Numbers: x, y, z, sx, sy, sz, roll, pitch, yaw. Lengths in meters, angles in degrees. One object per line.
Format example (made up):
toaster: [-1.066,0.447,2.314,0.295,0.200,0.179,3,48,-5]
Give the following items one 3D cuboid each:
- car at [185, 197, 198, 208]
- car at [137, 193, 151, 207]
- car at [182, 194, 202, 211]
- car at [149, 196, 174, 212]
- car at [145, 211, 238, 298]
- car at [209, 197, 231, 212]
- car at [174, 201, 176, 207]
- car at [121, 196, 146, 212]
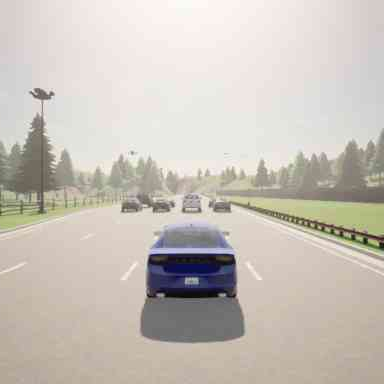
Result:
car: [-0.053,1.477,49.584,1.882,1.535,5.008,0,0,0]
car: [-7.053,1.221,49.607,2.150,2.045,5.566,0,0,0]
car: [-0.042,1.221,39.195,2.150,2.045,5.566,0,0,0]
car: [-3.542,1.505,39.161,1.837,1.490,4.892,0,0,0]
car: [-0.009,1.478,8.556,1.882,1.535,5.008,0,0,0]
car: [3.458,1.491,39.168,2.128,1.511,4.902,0,0,0]
car: [-3.553,1.564,49.580,1.994,1.385,4.181,0,0,0]
car: [-7.042,1.505,39.157,1.837,1.490,4.892,0,0,0]
